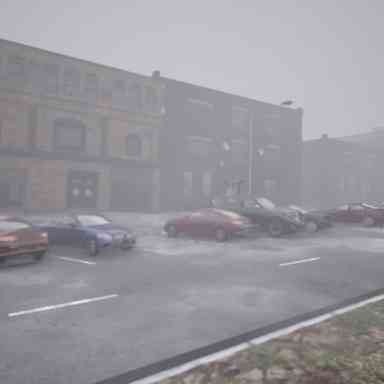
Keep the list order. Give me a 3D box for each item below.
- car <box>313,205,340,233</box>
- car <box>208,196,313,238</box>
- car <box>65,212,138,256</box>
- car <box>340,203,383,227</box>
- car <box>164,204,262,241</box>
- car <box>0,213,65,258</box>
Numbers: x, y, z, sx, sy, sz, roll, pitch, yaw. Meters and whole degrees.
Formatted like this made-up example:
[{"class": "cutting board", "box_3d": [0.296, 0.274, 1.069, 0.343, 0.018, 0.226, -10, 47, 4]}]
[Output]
[{"class": "car", "box_3d": [5.768, 1.499, 19.831, 5.008, 1.535, 2.097, -1, -1, 36]}, {"class": "car", "box_3d": [3.277, 1.243, 18.144, 5.566, 2.045, 2.435, -1, -1, 36]}, {"class": "car", "box_3d": [-4.237, 1.520, 13.051, 4.674, 1.452, 2.002, -1, -1, 35]}, {"class": "car", "box_3d": [10.834, 1.509, 23.116, 5.008, 1.535, 2.097, -1, -1, 37]}, {"class": "car", "box_3d": [0.745, 1.529, 16.461, 4.674, 1.452, 2.002, -1, -1, 36]}, {"class": "car", "box_3d": [-6.712, 1.515, 11.312, 4.674, 1.452, 2.002, -1, -1, 35]}]
